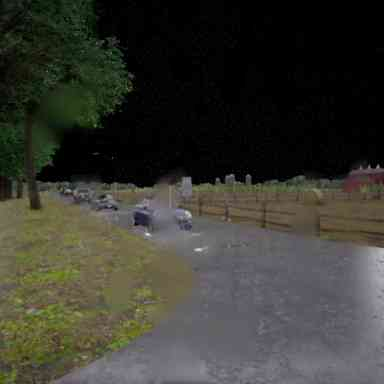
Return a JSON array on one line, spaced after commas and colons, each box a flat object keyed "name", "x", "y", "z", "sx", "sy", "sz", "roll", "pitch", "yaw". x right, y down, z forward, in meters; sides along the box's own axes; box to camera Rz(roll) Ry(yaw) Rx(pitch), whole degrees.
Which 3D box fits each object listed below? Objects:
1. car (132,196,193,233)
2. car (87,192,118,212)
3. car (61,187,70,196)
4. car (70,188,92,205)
[{"name": "car", "x": -1.719, "y": 1.077, "z": 17.910, "sx": 2.097, "sy": 1.767, "sz": 4.553, "roll": -1, "pitch": 1, "yaw": -26}, {"name": "car", "x": -8.317, "y": 0.994, "z": 31.435, "sx": 1.837, "sy": 1.490, "sz": 4.892, "roll": -1, "pitch": 1, "yaw": -26}, {"name": "car", "x": -32.191, "y": 0.210, "z": 86.831, "sx": 1.882, "sy": 1.535, "sz": 5.008, "roll": -1, "pitch": 1, "yaw": -26}, {"name": "car", "x": -14.088, "y": 0.527, "z": 43.353, "sx": 2.150, "sy": 2.045, "sz": 5.566, "roll": -1, "pitch": 1, "yaw": -25}]
